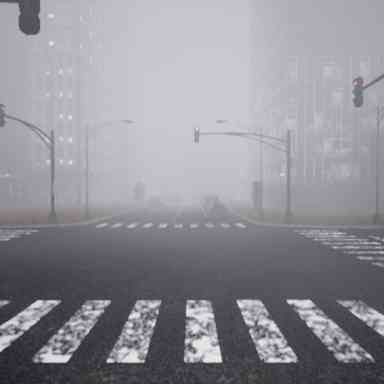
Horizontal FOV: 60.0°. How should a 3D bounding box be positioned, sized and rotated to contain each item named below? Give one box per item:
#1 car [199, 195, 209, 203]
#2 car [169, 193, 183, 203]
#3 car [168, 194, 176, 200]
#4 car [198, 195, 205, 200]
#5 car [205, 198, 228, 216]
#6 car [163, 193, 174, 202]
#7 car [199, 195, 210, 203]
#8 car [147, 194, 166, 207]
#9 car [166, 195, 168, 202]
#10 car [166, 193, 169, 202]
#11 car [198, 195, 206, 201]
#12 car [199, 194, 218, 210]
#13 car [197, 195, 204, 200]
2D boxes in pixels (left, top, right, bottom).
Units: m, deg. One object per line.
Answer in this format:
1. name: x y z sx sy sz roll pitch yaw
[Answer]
1. car: 2.458 1.472 70.875 1.887 1.381 4.507 -1 0 0
2. car: -2.838 1.288 64.461 2.097 1.767 4.553 0 0 0
3. car: -5.454 1.338 92.938 1.967 1.590 4.097 -1 0 0
4. car: 2.435 1.430 87.619 1.752 1.417 4.829 -1 0 0
5. car: 2.478 1.553 32.203 1.802 1.307 4.206 -1 0 0
6. car: -5.433 1.235 76.364 2.192 1.841 5.009 -1 0 0
7. car: 2.464 1.375 65.351 1.967 1.590 4.097 -1 0 0
8. car: -5.394 1.395 48.741 1.967 1.590 4.097 -1 0 0
9. car: -5.399 1.530 54.266 1.802 1.307 4.206 -1 0 0
10. car: -5.424 1.368 70.839 1.967 1.590 4.097 -1 0 0
11. car: 2.443 1.495 81.925 1.802 1.307 4.206 -1 0 0
12. car: 2.480 1.275 43.253 2.192 1.841 5.009 -1 0 0
13. car: 2.428 1.442 92.973 1.887 1.381 4.507 -1 0 0
